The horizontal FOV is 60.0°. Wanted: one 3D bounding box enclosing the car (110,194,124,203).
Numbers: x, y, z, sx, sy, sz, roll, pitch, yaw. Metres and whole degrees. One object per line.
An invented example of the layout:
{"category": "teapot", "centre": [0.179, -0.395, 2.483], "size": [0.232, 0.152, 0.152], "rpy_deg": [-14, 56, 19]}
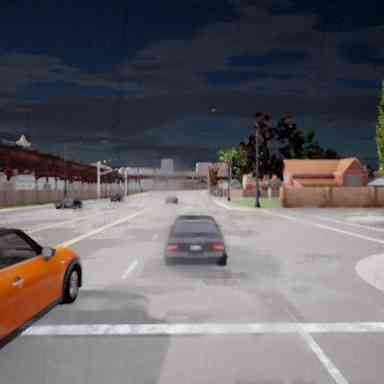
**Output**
{"category": "car", "centre": [-14.018, 1.183, 62.379], "size": [1.837, 1.490, 4.892], "rpy_deg": [0, 0, 0]}

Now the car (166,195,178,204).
{"category": "car", "centre": [-3.408, 1.266, 57.170], "size": [1.994, 1.385, 4.181], "rpy_deg": [0, 0, 0]}

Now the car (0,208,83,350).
{"category": "car", "centre": [-3.407, 1.324, 5.236], "size": [2.097, 1.767, 4.553], "rpy_deg": [0, 0, 2]}

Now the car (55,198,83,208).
{"category": "car", "centre": [-14.106, 1.363, 38.379], "size": [1.994, 1.385, 4.181], "rpy_deg": [0, 0, 0]}

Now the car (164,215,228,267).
{"category": "car", "centre": [0.098, 1.489, 11.152], "size": [2.033, 1.411, 5.357], "rpy_deg": [0, 0, 0]}
